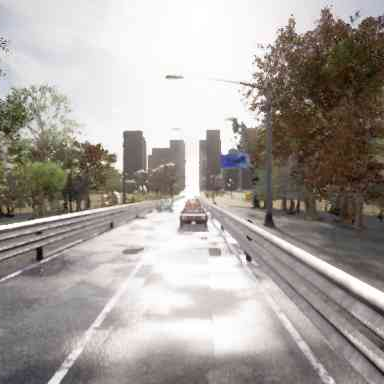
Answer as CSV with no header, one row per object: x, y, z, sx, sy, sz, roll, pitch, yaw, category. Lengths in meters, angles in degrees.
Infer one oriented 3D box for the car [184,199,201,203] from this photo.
0.101,1.613,42.156,2.097,1.767,4.553,0,0,0,car

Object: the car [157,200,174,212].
-3.334,1.752,41.935,2.128,1.511,4.902,0,-1,0,car

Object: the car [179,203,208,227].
0.103,1.702,23.480,1.895,1.301,4.718,0,0,0,car
